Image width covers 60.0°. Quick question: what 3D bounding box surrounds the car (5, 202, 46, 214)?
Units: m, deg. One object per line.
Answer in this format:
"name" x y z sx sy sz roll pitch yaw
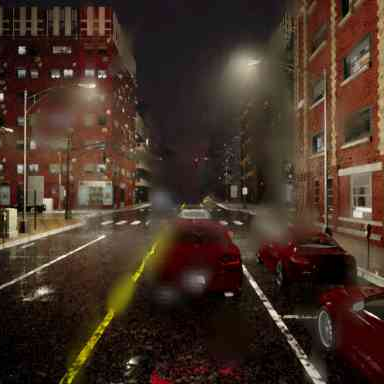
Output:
"car" -18.646 1.730 37.343 4.313 1.339 1.947 0 -1 0

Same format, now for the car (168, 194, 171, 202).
"car" -5.569 1.602 63.883 1.802 1.307 4.206 1 0 0

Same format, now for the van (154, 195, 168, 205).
"van" -5.575 1.359 58.231 1.690 1.788 3.998 1 0 0

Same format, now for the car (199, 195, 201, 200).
"car" 2.841 1.572 80.787 1.887 1.381 4.507 1 0 0

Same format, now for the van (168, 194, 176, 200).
"van" -5.516 1.375 92.145 1.690 1.788 3.998 1 0 0

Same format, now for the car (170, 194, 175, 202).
"car" -5.549 1.607 75.187 1.802 1.307 4.206 1 0 0

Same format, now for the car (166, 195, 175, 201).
"car" -5.529 1.582 86.492 2.008 1.369 4.403 1 0 0

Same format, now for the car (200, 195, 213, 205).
"car" 2.802 1.543 58.347 1.752 1.417 4.829 1 0 0

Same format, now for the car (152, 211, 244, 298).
"car" 0.113 1.480 8.606 1.882 1.535 5.008 0 0 0

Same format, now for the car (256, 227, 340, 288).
"car" 2.853 1.584 8.924 1.802 1.307 4.206 1 0 0

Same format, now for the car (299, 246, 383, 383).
"car" 2.673 1.583 3.268 1.802 1.307 4.206 1 0 0

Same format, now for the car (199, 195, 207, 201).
"car" 2.851 1.597 86.439 1.947 1.339 4.313 1 0 0
